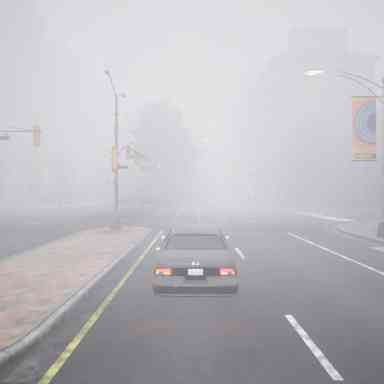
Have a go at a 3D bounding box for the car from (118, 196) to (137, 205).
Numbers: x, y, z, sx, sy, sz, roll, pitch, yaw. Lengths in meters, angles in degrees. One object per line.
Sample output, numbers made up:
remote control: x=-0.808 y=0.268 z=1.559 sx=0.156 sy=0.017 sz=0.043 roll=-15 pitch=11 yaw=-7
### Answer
car: x=-11.509 y=1.491 z=59.594 sx=2.128 sy=1.511 sz=4.902 roll=0 pitch=0 yaw=0

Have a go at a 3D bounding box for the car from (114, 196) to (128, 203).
car: x=-14.680 y=1.594 z=69.396 sx=1.895 sy=1.301 sz=4.718 roll=0 pitch=0 yaw=0

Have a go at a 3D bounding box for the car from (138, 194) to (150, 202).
car: x=-11.421 y=1.355 z=79.526 sx=2.097 sy=1.767 sz=4.553 roll=0 pitch=0 yaw=0

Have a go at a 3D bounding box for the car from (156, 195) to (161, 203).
car: x=-7.951 y=1.525 z=67.428 sx=1.812 sy=1.442 sz=4.674 roll=0 pitch=0 yaw=1

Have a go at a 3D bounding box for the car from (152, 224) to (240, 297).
car: x=0.083 y=1.547 z=8.752 sx=2.033 sy=1.411 sz=5.357 roll=0 pitch=0 yaw=0

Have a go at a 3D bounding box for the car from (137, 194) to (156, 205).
car: x=-8.014 y=1.564 z=58.910 sx=1.994 sy=1.385 sz=4.181 roll=0 pitch=0 yaw=1

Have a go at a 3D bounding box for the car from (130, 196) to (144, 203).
car: x=-11.431 y=1.525 z=69.515 sx=2.128 sy=1.511 sz=4.902 roll=0 pitch=0 yaw=0

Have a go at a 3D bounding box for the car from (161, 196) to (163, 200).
car: x=-7.922 y=1.500 z=77.757 sx=1.837 sy=1.490 sz=4.892 roll=0 pitch=0 yaw=0
